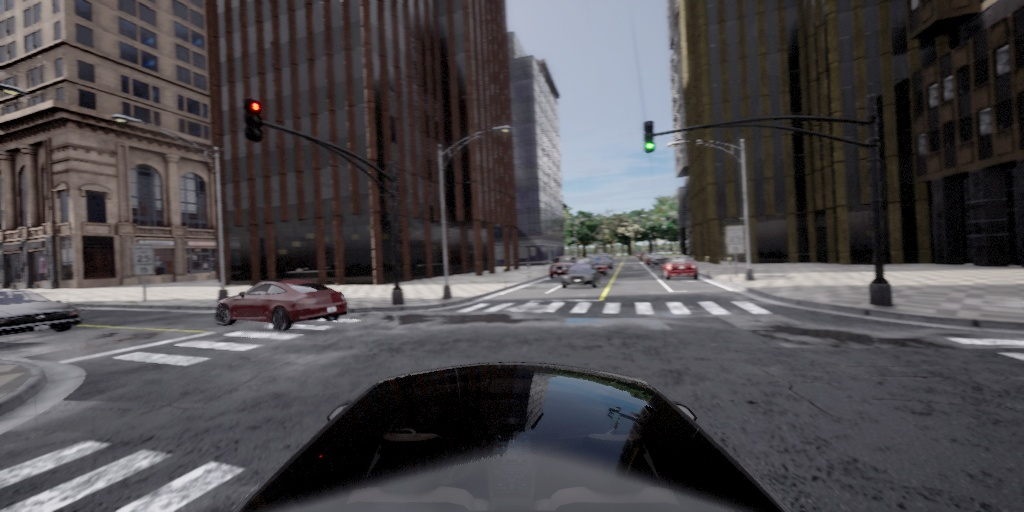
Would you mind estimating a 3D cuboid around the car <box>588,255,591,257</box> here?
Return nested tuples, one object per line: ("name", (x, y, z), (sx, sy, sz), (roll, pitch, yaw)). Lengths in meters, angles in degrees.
("car", (9.696, 0.923, 47.107), (1.751, 1.417, 4.829), (0, 0, 18))

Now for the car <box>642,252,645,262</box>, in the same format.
("car", (19.528, 0.463, 49.796), (1.888, 1.381, 4.507), (0, 0, 18))

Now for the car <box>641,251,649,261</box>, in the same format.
("car", (21.264, 0.377, 55.128), (1.751, 1.417, 4.829), (0, 0, 18))

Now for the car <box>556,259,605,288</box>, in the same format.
("car", (4.285, 1.153, 21.957), (1.994, 1.385, 4.181), (-3, 0, 19))

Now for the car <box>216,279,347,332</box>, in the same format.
("car", (-7.437, 1.478, 11.604), (4.674, 1.442, 1.812), (-2, -1, 25))

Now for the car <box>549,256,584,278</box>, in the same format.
("car", (4.698, 0.914, 31.758), (2.192, 1.841, 5.009), (0, 0, 18))

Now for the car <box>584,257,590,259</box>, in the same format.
("car", (8.065, 1.046, 42.098), (1.802, 1.307, 4.207), (0, 0, 18))

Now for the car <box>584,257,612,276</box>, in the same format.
("car", (7.388, 1.065, 31.458), (1.895, 1.301, 4.718), (-3, 0, 18))

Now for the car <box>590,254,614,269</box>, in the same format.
("car", (10.667, 0.823, 41.307), (2.128, 1.511, 4.902), (-3, 0, 18))

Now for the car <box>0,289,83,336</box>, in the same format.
("car", (-16.258, 1.779, 11.287), (5.357, 1.411, 2.033), (-2, 0, 18))

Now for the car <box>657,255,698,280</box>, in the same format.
("car", (11.109, 0.695, 23.947), (1.967, 1.591, 4.097), (0, 0, 18))

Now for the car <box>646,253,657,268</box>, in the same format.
("car", (16.160, 0.603, 39.456), (2.007, 1.370, 4.403), (0, 0, 18))

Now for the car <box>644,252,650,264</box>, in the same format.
("car", (17.844, 0.530, 44.626), (1.888, 1.381, 4.507), (0, 0, 18))
